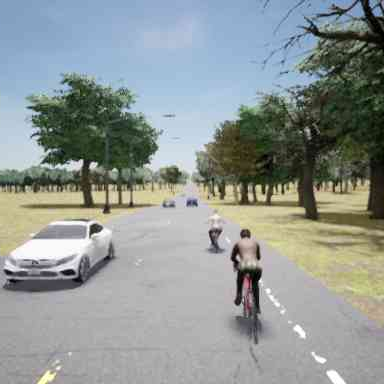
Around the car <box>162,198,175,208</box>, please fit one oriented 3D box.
[{"bbox_3d":[-3.664,1.736,52.838,2.128,1.511,4.902,0,0,0],"label":"car"}]

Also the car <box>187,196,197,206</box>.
[{"bbox_3d":[0.007,1.751,60.004,1.882,1.535,5.008,0,-1,0],"label":"car"}]

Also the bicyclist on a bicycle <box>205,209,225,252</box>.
[{"bbox_3d":[0.939,1.490,13.246,0.866,1.612,1.509,0,0,0],"label":"bicyclist on a bicycle"}]

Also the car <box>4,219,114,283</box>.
[{"bbox_3d":[-3.601,1.565,9.893,1.812,1.442,4.674,0,0,0],"label":"car"}]

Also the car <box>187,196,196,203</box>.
[{"bbox_3d":[-0.120,1.785,77.490,1.882,1.535,5.008,0,0,0],"label":"car"}]

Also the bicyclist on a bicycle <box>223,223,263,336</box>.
[{"bbox_3d":[0.954,1.476,5.788,0.582,1.620,1.656,0,0,0],"label":"bicyclist on a bicycle"}]
